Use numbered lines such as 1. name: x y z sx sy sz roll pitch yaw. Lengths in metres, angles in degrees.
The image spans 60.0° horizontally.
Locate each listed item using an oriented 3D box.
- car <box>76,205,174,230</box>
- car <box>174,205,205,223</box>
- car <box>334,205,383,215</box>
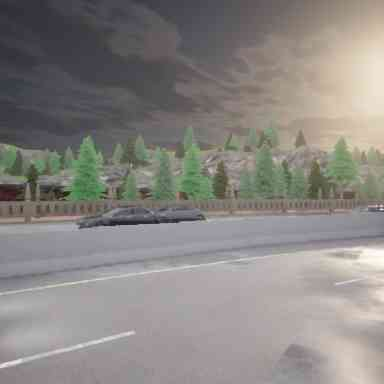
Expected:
1. car: -3.685 1.521 17.987 4.892 1.490 1.837 0 0 -31
2. car: -1.187 1.595 23.409 4.181 1.385 1.994 0 0 -28
3. car: 11.569 1.586 21.829 5.357 1.411 2.033 0 0 -22
